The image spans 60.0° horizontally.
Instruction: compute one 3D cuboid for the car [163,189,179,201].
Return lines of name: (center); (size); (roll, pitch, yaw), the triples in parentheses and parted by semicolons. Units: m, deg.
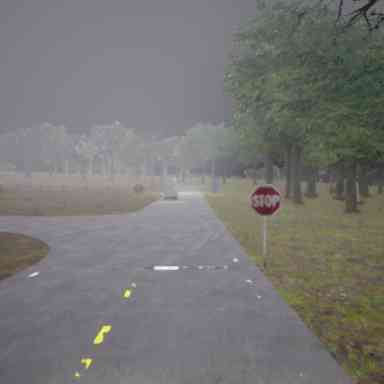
car: (-2.759, 0.403, 44.409); (1.837, 1.490, 4.892); (0, 2, 0)
